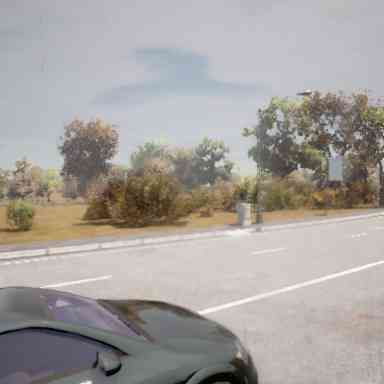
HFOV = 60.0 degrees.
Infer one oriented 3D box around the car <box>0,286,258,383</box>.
[{"bbox_3d":[-1.406,1.565,2.774,4.181,1.385,1.994,0,0,-36],"label":"car"}]
